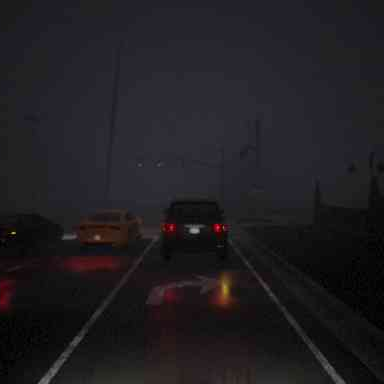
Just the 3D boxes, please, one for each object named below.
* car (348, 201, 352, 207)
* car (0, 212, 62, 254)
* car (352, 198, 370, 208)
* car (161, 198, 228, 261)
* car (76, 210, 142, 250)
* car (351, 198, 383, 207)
[{"bbox_3d":[25.729,1.594,49.611,4.674,1.442,1.812,0,0,1],"label":"car"},{"bbox_3d":[-6.919,1.544,13.527,1.812,1.442,4.674,0,0,0],"label":"car"},{"bbox_3d":[25.745,1.611,46.120,5.357,1.411,2.033,0,0,1],"label":"car"},{"bbox_3d":[0.077,1.238,12.512,2.150,2.045,5.566,0,0,0],"label":"car"},{"bbox_3d":[-3.417,1.498,14.511,1.882,1.535,5.008,0,0,0],"label":"car"},{"bbox_3d":[27.956,1.638,53.066,4.181,1.385,1.994,0,0,1],"label":"car"}]
